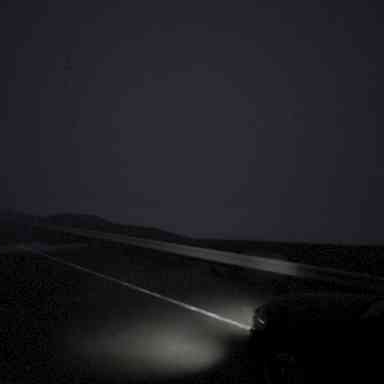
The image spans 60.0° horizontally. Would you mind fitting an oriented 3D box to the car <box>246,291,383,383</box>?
[{"bbox_3d":[2.697,1.594,3.145,1.812,1.442,4.674,1,-1,-43],"label":"car"}]
